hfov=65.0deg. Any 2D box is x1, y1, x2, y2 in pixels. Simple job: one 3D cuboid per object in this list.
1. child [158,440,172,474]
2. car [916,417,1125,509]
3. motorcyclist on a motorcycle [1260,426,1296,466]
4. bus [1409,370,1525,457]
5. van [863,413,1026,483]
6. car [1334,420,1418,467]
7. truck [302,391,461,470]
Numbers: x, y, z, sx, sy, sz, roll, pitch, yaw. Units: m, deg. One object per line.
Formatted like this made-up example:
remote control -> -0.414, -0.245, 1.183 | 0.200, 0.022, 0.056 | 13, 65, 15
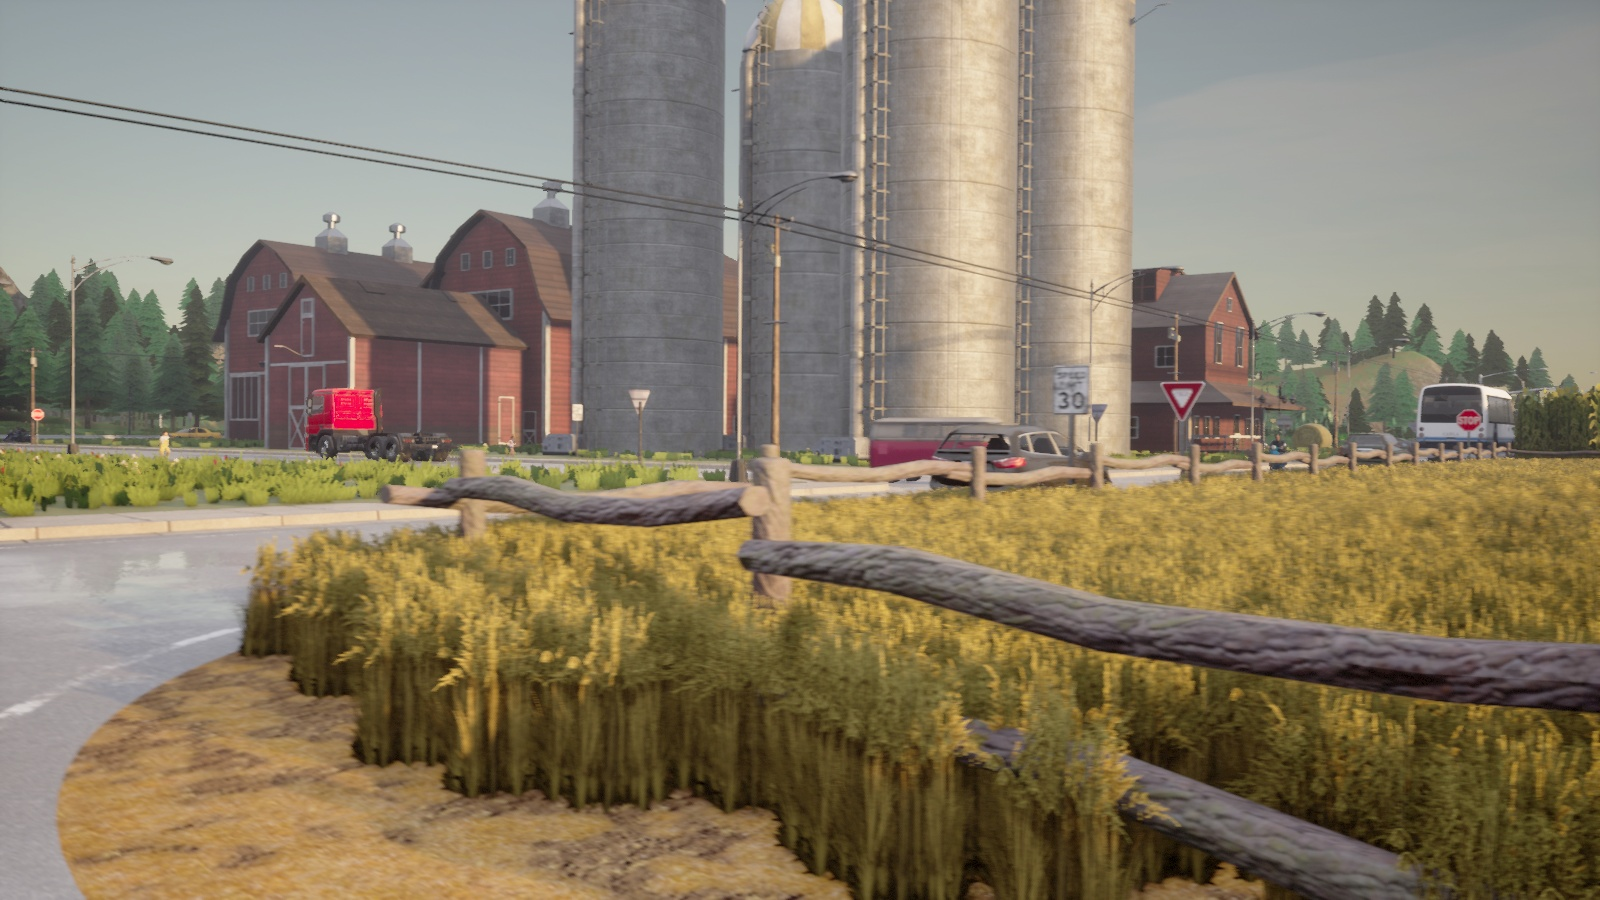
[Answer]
child -> -23.676, 0.244, 46.799 | 0.437, 1.263, 0.270 | 0, 1, 35
car -> 4.495, 0.194, 25.044 | 2.242, 1.667, 4.611 | 0, 1, 37
motorcyclist on a motorcycle -> 19.301, -0.180, 50.714 | 0.866, 1.590, 1.817 | 0, 1, 38
bus -> 35.640, -1.877, 66.846 | 3.944, 4.253, 10.273 | 0, 1, 37
van -> 4.276, -0.061, 37.312 | 4.442, 1.987, 1.775 | 0, 1, 29
car -> 22.754, -0.290, 49.551 | 2.097, 1.767, 4.553 | 0, 1, 37
truck -> -19.560, -0.869, 58.464 | 7.936, 3.462, 2.891 | 0, 1, 36
